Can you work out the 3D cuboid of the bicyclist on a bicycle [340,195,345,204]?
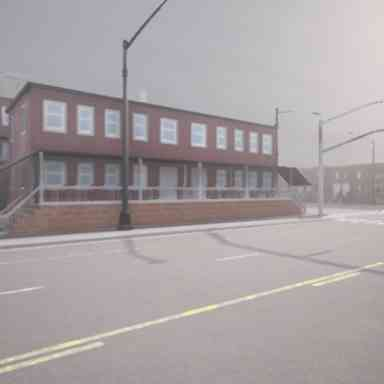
[{"bbox_3d":[25.368,1.283,55.980,1.656,1.620,0.582,0,0,-36],"label":"bicyclist on a bicycle"}]
